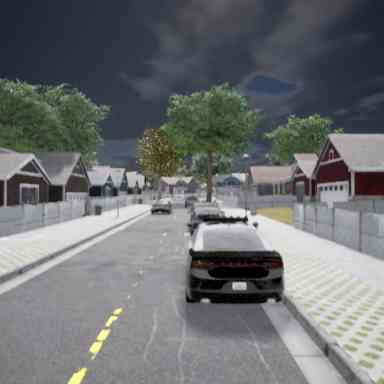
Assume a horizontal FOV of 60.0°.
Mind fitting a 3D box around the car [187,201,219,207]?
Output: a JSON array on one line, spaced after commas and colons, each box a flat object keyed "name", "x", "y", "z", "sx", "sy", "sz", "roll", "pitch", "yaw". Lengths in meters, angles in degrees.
[{"name": "car", "x": 0.795, "y": 1.447, "z": 18.187, "sx": 1.837, "sy": 1.490, "sz": 4.892, "roll": 0, "pitch": 0, "yaw": 0}]

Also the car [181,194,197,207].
[{"name": "car", "x": -0.040, "y": 1.335, "z": 46.093, "sx": 2.128, "sy": 1.511, "sz": 4.902, "roll": 0, "pitch": 0, "yaw": 0}]

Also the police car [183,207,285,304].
[{"name": "police car", "x": 0.812, "y": 1.400, "z": 8.294, "sx": 1.930, "sy": 1.638, "sz": 5.238, "roll": 0, "pitch": 0, "yaw": 0}]

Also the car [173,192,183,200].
[{"name": "car", "x": -2.868, "y": 0.980, "z": 74.120, "sx": 2.150, "sy": 2.045, "sz": 5.566, "roll": 0, "pitch": 0, "yaw": 0}]

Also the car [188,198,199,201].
[{"name": "car", "x": 0.786, "y": 1.426, "z": 24.189, "sx": 1.837, "sy": 1.490, "sz": 4.892, "roll": 0, "pitch": 0, "yaw": 0}]

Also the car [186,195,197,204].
[{"name": "car", "x": -0.095, "y": 1.324, "z": 60.489, "sx": 1.812, "sy": 1.442, "sz": 4.674, "roll": 0, "pitch": 0, "yaw": 0}]

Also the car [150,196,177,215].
[{"name": "car", "x": -2.903, "y": 1.438, "z": 32.661, "sx": 2.033, "sy": 1.411, "sz": 5.357, "roll": 0, "pitch": 0, "yaw": 0}]

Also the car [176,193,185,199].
[{"name": "car", "x": -2.887, "y": 1.110, "z": 86.195, "sx": 2.128, "sy": 1.511, "sz": 4.902, "roll": 0, "pitch": 0, "yaw": 0}]
